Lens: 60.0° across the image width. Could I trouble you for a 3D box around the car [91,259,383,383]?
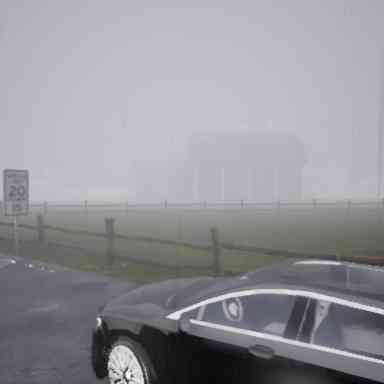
[{"bbox_3d":[1.064,1.466,3.283,4.902,1.511,2.128,0,1,34],"label":"car"}]
